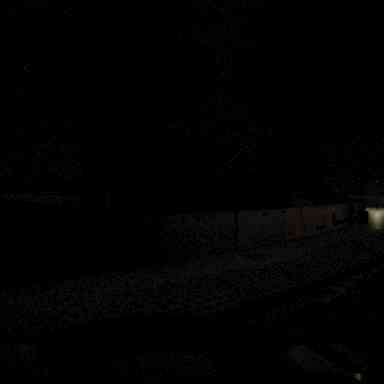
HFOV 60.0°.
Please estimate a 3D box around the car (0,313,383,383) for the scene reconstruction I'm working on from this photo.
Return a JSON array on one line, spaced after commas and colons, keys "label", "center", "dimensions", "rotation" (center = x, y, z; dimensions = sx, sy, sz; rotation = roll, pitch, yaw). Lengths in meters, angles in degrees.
[{"label": "car", "center": [-0.627, 1.528, 1.533], "dimensions": [4.674, 1.442, 1.812], "rotation": [-1, 0, -37]}]
